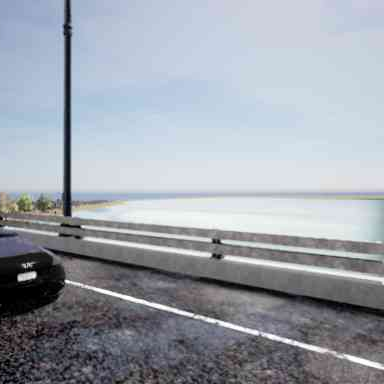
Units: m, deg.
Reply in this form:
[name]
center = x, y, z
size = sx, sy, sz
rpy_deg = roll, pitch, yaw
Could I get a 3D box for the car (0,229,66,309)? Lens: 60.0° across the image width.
[car]
center = -4.705, 1.531, 7.382
size = 4.181, 1.385, 1.994
rpy_deg = 0, 0, 36
